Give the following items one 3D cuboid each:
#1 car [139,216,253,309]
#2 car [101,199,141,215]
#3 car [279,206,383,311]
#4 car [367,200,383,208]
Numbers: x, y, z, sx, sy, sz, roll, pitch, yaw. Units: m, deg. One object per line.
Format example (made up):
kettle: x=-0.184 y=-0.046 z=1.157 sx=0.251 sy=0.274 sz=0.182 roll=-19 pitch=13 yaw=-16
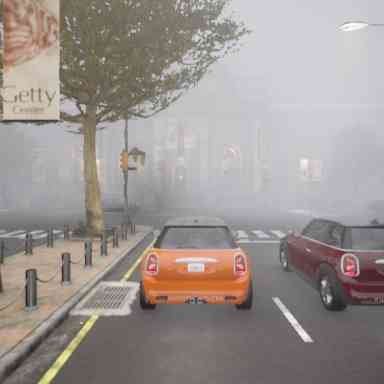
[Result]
car: x=0.084 y=1.352 z=8.003 sx=2.097 sy=1.767 sz=4.553 roll=0 pitch=0 yaw=0
car: x=-7.579 y=1.490 z=33.050 sx=4.902 sy=1.511 sz=2.128 roll=0 pitch=0 yaw=0
car: x=3.584 y=1.352 z=7.907 sx=2.097 sy=1.767 sz=4.553 roll=0 pitch=0 yaw=0
car: x=19.880 y=1.490 z=32.903 sx=4.902 sy=1.511 sz=2.128 roll=0 pitch=0 yaw=0
